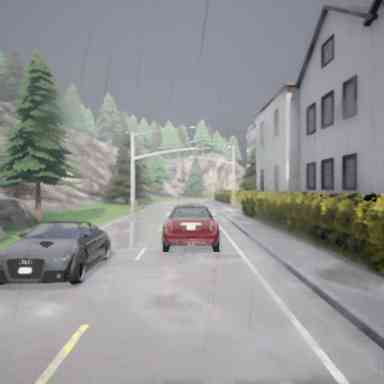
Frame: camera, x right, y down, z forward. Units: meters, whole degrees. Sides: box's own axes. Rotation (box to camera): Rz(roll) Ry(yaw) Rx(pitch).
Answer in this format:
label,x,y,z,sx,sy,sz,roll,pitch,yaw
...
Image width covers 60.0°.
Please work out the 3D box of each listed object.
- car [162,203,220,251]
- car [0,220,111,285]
label,x,y,z,sx,sy,sz,roll,pitch,yaw
car,-0.039,1.243,13.709,2.097,1.767,4.553,0,0,0
car,-3.615,1.494,9.193,1.994,1.385,4.181,0,0,0
